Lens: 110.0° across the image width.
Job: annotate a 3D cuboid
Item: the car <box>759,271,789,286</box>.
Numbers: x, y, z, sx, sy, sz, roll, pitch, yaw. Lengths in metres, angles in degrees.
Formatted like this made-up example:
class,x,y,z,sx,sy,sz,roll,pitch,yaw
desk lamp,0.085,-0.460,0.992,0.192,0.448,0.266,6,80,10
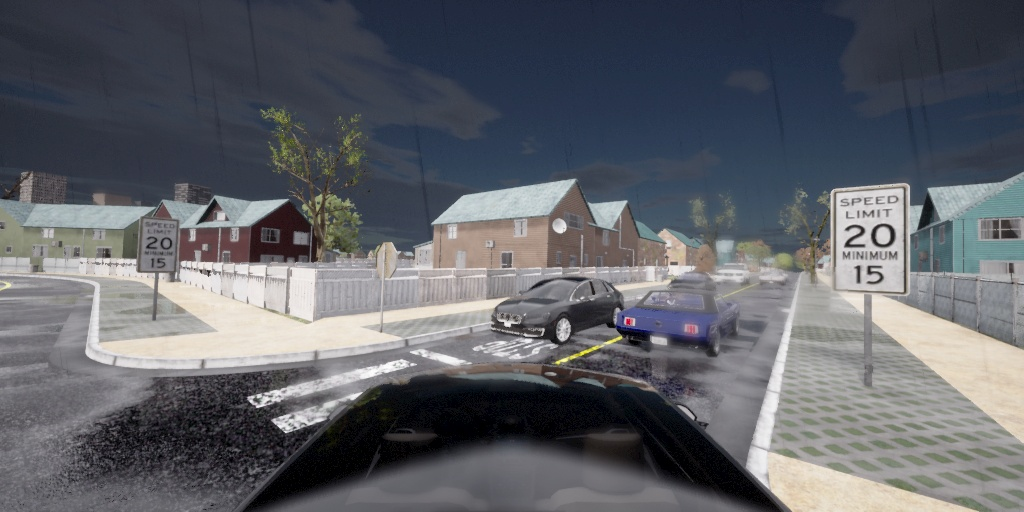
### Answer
class,x,y,z,sx,sy,sz,roll,pitch,yaw
car,24.764,2.130,33.981,1.895,1.301,4.718,0,-1,39

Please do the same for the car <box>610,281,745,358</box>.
class,x,y,z,sx,sy,sz,roll,pitch,yaw
car,4.409,1.481,9.016,1.895,1.301,4.718,0,-1,39

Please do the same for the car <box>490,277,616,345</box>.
class,x,y,z,sx,sy,sz,roll,pitch,yaw
car,1.491,1.353,10.028,1.837,1.490,4.892,0,-1,41

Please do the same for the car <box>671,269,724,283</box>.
class,x,y,z,sx,sy,sz,roll,pitch,yaw
car,10.909,1.687,21.532,2.033,1.411,5.357,0,-1,39

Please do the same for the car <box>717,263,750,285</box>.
class,x,y,z,sx,sy,sz,roll,pitch,yaw
car,20.718,1.678,33.535,2.150,2.045,5.566,0,-1,40
